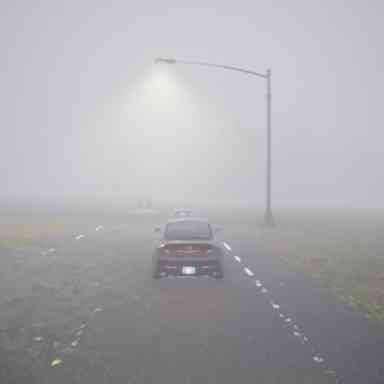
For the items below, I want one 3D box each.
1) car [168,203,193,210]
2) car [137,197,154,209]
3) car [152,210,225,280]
[{"bbox_3d":[-0.844,1.555,25.536,2.033,1.411,5.357,0,0,-3],"label":"car"},{"bbox_3d":[-6.122,1.380,43.669,2.128,1.511,4.902,0,1,-6],"label":"car"},{"bbox_3d":[-0.124,1.534,10.078,1.837,1.490,4.892,0,0,-1],"label":"car"}]
